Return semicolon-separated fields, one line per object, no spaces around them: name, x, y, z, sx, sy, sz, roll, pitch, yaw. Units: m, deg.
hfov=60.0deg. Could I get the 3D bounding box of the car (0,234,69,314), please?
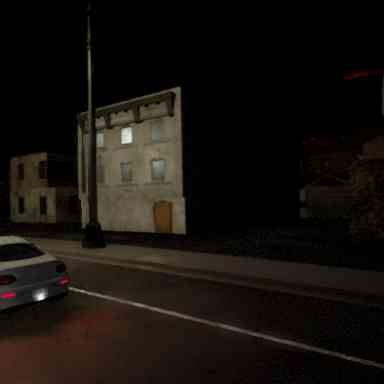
car;-4.572;1.668;7.250;4.674;1.442;1.812;-2;-1;36
